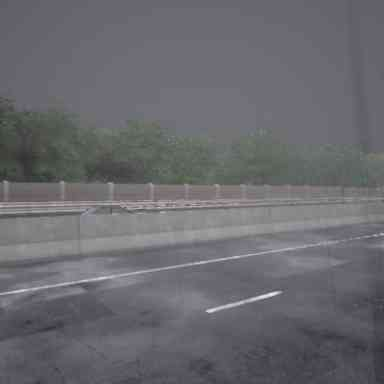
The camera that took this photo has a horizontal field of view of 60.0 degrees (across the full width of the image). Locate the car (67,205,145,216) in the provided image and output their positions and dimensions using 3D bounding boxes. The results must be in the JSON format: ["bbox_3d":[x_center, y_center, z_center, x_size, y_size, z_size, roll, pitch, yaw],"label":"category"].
[{"bbox_3d":[-4.855,1.468,17.726,5.008,1.535,1.882,0,0,-35],"label":"car"}]
